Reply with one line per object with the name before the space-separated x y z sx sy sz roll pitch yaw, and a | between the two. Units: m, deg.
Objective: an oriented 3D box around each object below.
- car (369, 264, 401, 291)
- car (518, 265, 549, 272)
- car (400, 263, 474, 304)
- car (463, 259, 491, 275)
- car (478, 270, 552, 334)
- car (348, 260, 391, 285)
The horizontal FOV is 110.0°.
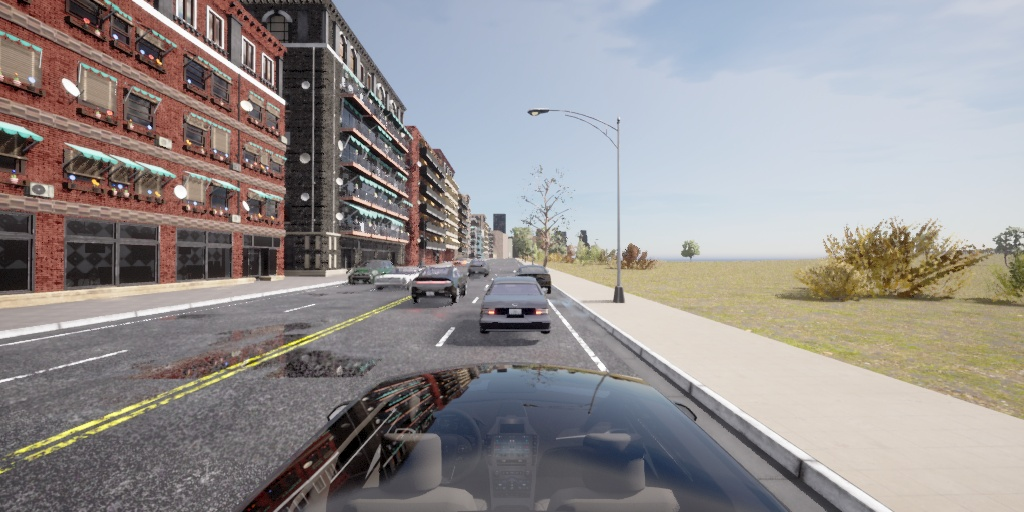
car | -6.626 1.353 21.719 1.895 1.301 4.718 0 0 0
car | 1.112 1.230 20.371 1.882 1.535 5.008 0 0 0
car | -3.170 1.242 16.312 2.128 1.511 4.902 0 0 0
car | -3.194 1.244 35.078 2.128 1.511 4.902 0 0 0
car | 0.091 1.299 10.607 2.033 1.411 5.357 0 0 0
car | -9.882 1.104 25.673 2.097 1.767 4.553 0 0 0
